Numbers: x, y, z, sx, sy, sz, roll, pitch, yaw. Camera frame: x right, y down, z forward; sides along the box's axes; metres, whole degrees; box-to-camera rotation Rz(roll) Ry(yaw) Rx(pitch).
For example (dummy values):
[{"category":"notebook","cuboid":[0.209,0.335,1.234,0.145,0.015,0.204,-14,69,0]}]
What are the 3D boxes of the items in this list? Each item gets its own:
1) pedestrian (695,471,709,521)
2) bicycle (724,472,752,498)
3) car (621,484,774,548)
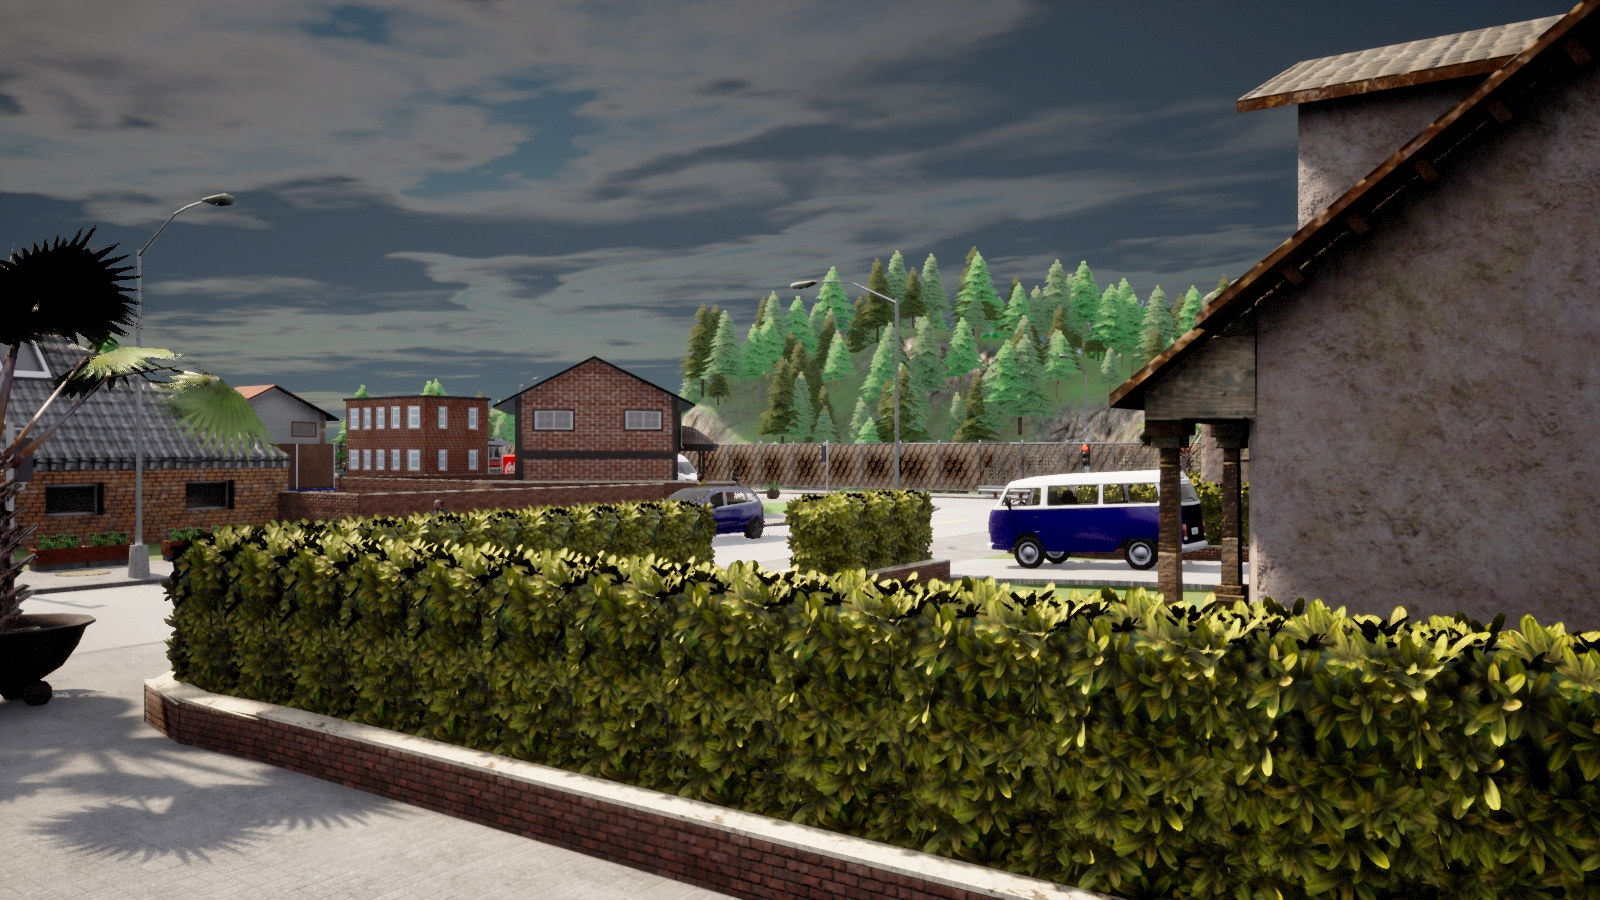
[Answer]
[{"category":"pedestrian","cuboid":[-3.698,1.732,43.283,0.375,1.860,0.375,0,0,39]},{"category":"bicycle","cuboid":[-3.643,2.044,67.431,1.835,1.471,0.329,0,0,35]},{"category":"car","cuboid":[-3.074,1.959,35.135,2.242,1.667,4.611,0,0,35]}]
